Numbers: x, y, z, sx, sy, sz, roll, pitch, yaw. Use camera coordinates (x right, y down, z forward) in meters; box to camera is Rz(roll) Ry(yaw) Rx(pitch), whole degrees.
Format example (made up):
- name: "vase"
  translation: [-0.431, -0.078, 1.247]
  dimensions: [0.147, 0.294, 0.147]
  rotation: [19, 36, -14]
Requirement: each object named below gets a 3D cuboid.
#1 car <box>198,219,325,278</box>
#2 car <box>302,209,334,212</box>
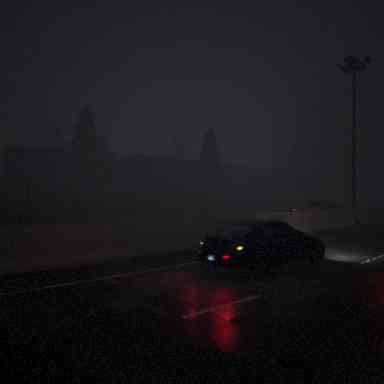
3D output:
- name: "car"
  translation: [2.264, 1.564, 10.308]
  dimensions: [4.674, 1.442, 1.812]
  rotation: [0, 0, -40]
- name: "car"
  translation: [10.022, 1.468, 26.978]
  dimensions: [4.553, 1.767, 2.097]
  rotation: [0, 0, -43]
